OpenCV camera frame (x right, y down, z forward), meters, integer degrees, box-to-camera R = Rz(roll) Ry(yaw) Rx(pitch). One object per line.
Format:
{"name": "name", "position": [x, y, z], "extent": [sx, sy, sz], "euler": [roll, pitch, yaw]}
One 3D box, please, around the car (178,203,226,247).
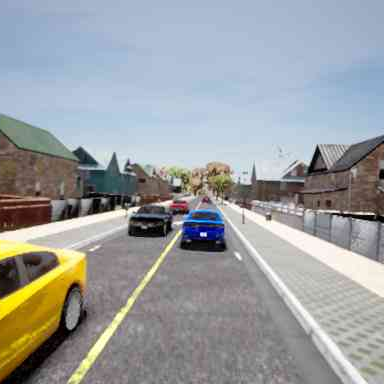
{"name": "car", "position": [0.575, 1.553, 15.680], "extent": [1.882, 1.535, 5.008], "euler": [3, 0, 3]}

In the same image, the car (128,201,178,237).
{"name": "car", "position": [-2.151, 1.437, 18.311], "extent": [1.882, 1.535, 5.008], "euler": [3, 0, 3]}

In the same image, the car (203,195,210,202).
{"name": "car", "position": [3.895, 1.710, 88.355], "extent": [1.882, 1.535, 5.008], "euler": [3, 0, 3]}

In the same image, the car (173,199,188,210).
{"name": "car", "position": [-1.310, 1.520, 35.188], "extent": [1.882, 1.535, 5.008], "euler": [3, 0, 3]}

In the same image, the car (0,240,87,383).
{"name": "car", "position": [-2.815, 1.364, 3.769], "extent": [1.882, 1.535, 5.008], "euler": [3, 0, 3]}

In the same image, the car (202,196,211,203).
{"name": "car", "position": [3.432, 1.713, 78.222], "extent": [2.097, 1.767, 4.553], "euler": [3, 0, 3]}
